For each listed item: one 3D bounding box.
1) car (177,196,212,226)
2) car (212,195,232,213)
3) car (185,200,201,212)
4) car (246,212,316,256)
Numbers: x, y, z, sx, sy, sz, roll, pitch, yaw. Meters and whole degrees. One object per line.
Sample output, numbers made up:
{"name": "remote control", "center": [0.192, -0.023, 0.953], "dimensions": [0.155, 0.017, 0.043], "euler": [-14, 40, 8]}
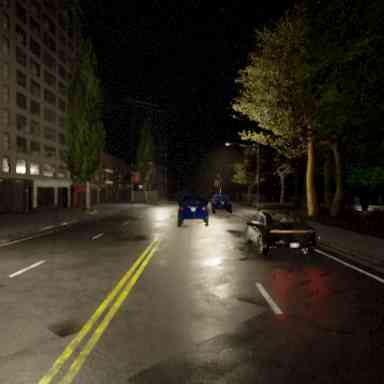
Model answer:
{"name": "car", "center": [0.096, 1.290, 24.582], "dimensions": [2.150, 2.045, 5.566], "euler": [0, -1, 0]}
{"name": "car", "center": [3.349, 1.358, 38.849], "dimensions": [2.150, 2.045, 5.566], "euler": [0, 0, 0]}
{"name": "car", "center": [0.091, 1.755, 41.888], "dimensions": [1.895, 1.301, 4.718], "euler": [0, 0, 0]}
{"name": "car", "center": [3.349, 1.527, 13.277], "dimensions": [2.128, 1.511, 4.902], "euler": [0, 0, 0]}
